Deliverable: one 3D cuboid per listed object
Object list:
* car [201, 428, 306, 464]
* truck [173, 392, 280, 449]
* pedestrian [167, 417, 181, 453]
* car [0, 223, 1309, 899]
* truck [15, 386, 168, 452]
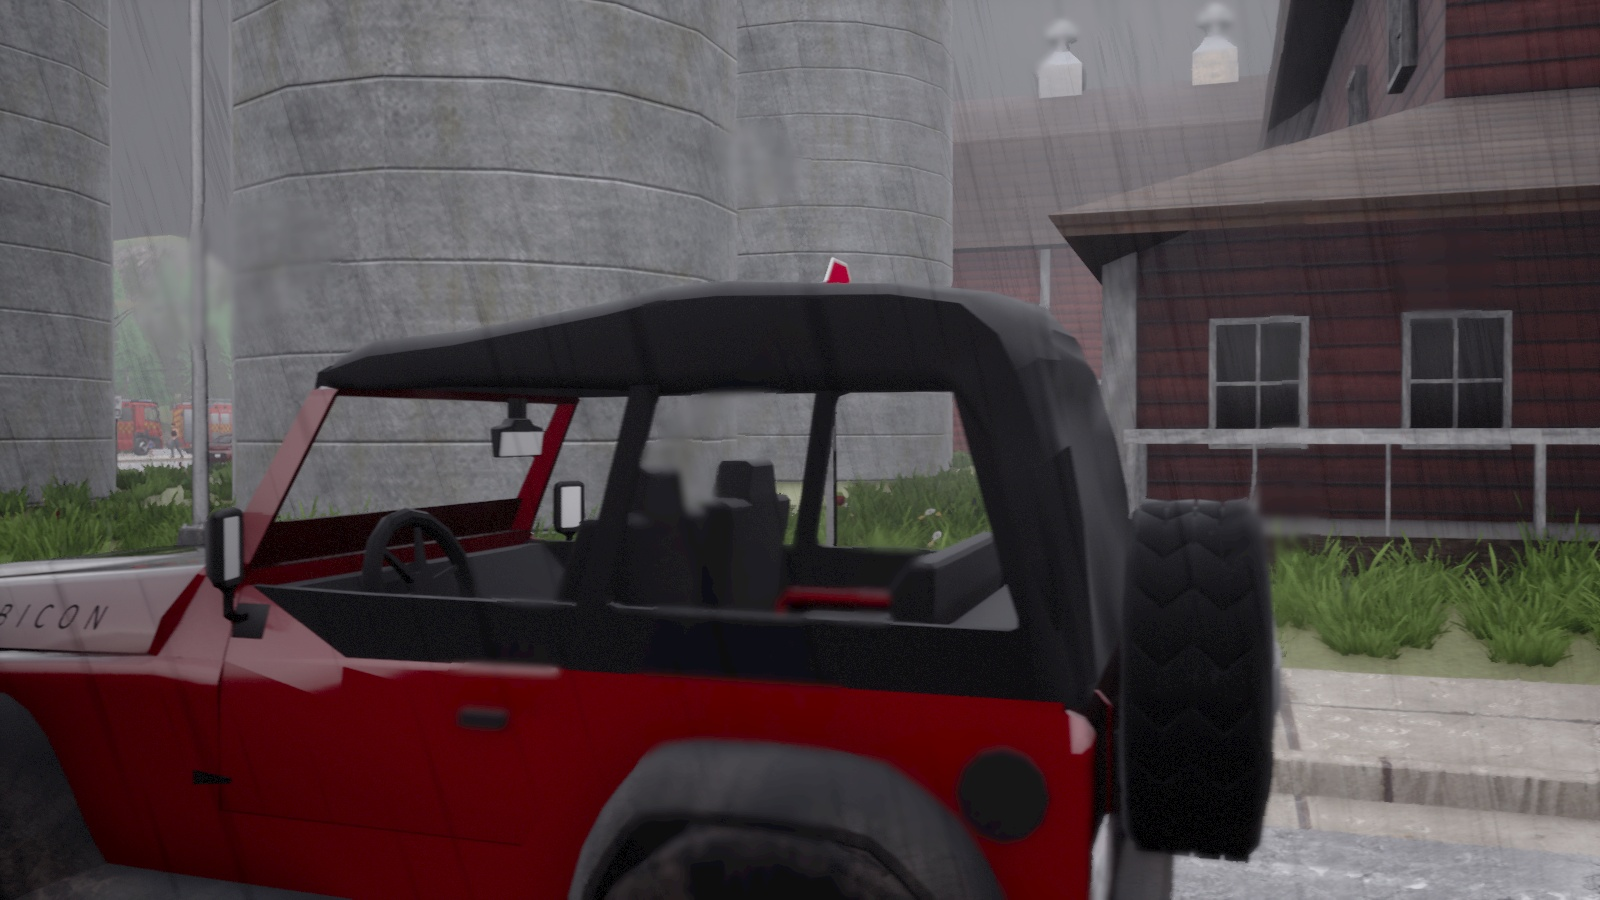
[{"bbox_3d":[-23.420,-0.182,53.965,1.816,1.474,4.193,1,1,18],"label":"car"},{"bbox_3d":[-40.328,-2.027,88.648,2.891,3.827,8.468,0,1,7],"label":"truck"},{"bbox_3d":[-32.300,-0.768,64.779,0.345,1.836,0.594,1,1,18],"label":"pedestrian"},{"bbox_3d":[-0.760,0.560,3.445,3.866,1.878,1.905,1,1,19],"label":"car"},{"bbox_3d":[-43.222,-1.850,77.001,2.891,3.827,8.468,1,1,18],"label":"truck"}]
